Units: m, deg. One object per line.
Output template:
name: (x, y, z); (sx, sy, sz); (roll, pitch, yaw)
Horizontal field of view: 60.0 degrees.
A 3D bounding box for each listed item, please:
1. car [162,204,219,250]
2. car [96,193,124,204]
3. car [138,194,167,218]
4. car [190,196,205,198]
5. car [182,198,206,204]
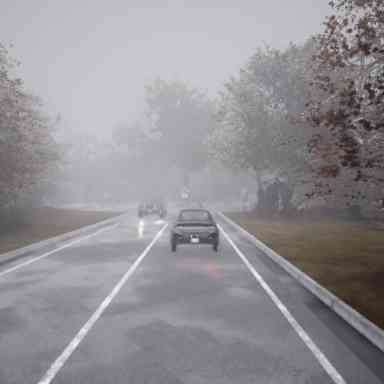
car: (0.104, 1.499, 14.246); (2.128, 1.511, 4.902); (0, 0, 0)
car: (-15.406, 1.250, 62.825); (2.150, 2.045, 5.566); (-1, -1, 33)
car: (-3.511, 1.240, 30.422); (2.150, 2.045, 5.566); (0, 0, 0)
car: (0.434, 1.510, 70.779); (5.008, 1.535, 1.882); (0, 0, 5)
car: (0.235, 1.578, 31.162); (1.994, 1.385, 4.181); (0, 0, 4)
